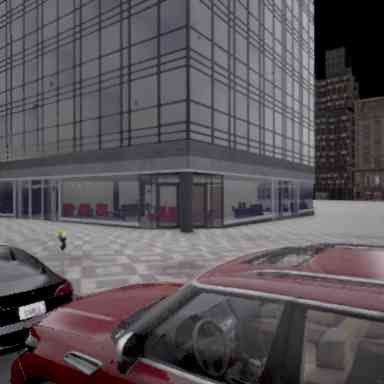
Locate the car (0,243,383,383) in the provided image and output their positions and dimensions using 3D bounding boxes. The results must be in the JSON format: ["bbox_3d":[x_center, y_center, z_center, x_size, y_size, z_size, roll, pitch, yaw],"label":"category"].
[{"bbox_3d":[0.829,1.316,2.257,5.009,1.841,2.192,0,0,35],"label":"car"}]
